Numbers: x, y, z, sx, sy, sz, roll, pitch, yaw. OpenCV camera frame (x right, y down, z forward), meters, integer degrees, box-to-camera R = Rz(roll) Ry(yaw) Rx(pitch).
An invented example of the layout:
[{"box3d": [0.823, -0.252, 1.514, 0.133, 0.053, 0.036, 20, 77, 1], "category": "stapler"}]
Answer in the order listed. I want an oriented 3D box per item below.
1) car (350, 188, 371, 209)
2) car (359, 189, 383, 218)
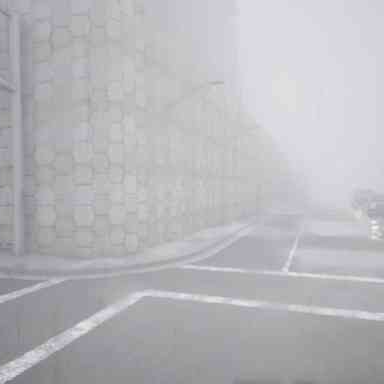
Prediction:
[{"box3d": [17.439, 0.649, 33.900, 2.150, 2.045, 5.566, -1, 0, 21], "category": "car"}, {"box3d": [13.737, 0.919, 24.127, 2.097, 1.767, 4.553, -1, 0, 21], "category": "car"}]
